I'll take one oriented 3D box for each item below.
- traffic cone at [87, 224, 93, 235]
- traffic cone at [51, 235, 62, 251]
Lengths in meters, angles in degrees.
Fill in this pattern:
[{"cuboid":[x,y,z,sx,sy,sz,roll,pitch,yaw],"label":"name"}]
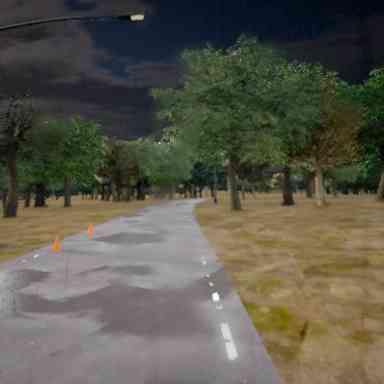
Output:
[{"cuboid":[-5.551,2.029,18.189,0.340,0.580,0.340,0,0,-2],"label":"traffic cone"},{"cuboid":[-5.368,2.017,13.191,0.340,0.580,0.340,0,0,-2],"label":"traffic cone"}]
